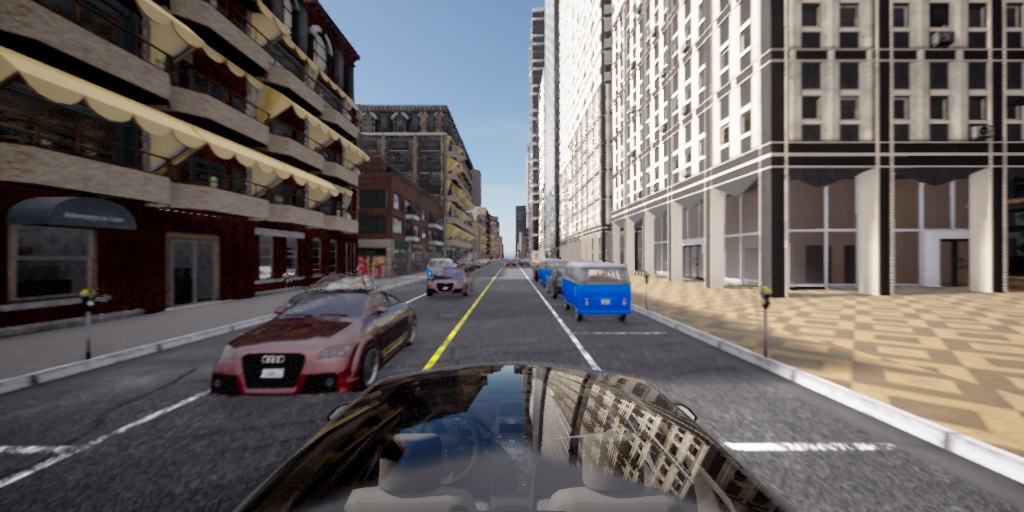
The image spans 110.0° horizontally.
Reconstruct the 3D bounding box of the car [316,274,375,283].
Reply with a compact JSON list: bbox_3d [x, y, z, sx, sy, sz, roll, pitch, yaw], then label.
[{"bbox_3d":[-5.714,1.309,12.069,2.007,1.370,4.403,0,0,0],"label":"car"}]

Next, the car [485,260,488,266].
[{"bbox_3d":[-5.861,1.308,62.905,2.007,1.370,4.403,0,0,0],"label":"car"}]

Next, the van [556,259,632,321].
[{"bbox_3d":[2.666,1.080,12.093,1.690,1.789,3.998,0,0,0],"label":"van"}]

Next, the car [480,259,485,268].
[{"bbox_3d":[-5.845,1.322,57.257,1.948,1.339,4.313,0,0,0],"label":"car"}]

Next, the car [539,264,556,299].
[{"bbox_3d":[2.650,1.288,17.742,2.007,1.370,4.403,0,0,0],"label":"car"}]

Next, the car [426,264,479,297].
[{"bbox_3d":[-3.120,1.315,18.836,1.994,1.385,4.181,0,0,1],"label":"car"}]

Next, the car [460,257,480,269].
[{"bbox_3d":[-5.813,1.069,45.960,2.192,1.841,5.009,0,0,0],"label":"car"}]

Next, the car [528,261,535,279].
[{"bbox_3d":[2.617,1.301,29.039,1.948,1.339,4.313,0,0,0],"label":"car"}]

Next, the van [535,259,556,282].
[{"bbox_3d":[2.634,1.077,23.390,1.690,1.789,3.998,0,0,0],"label":"van"}]

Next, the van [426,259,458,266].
[{"bbox_3d":[-5.764,1.095,29.015,1.690,1.789,3.998,0,0,0],"label":"van"}]

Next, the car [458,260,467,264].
[{"bbox_3d":[-5.780,1.336,34.663,1.802,1.307,4.207,0,0,0],"label":"car"}]

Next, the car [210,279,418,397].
[{"bbox_3d":[-3.119,1.319,6.593,1.994,1.385,4.181,0,0,-1],"label":"car"}]
